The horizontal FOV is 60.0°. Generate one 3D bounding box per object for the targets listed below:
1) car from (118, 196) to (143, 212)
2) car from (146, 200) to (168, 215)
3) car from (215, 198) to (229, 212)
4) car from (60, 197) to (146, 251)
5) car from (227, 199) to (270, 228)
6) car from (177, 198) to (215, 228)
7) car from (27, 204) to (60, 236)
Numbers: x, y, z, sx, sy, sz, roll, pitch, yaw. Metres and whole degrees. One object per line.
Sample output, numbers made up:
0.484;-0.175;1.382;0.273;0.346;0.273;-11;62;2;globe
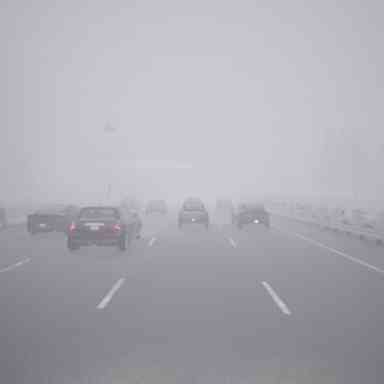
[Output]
-6.906;1.308;37.834;2.097;1.767;4.553;0;-1;0;car
-3.405;1.465;32.716;2.033;1.411;5.357;0;0;0;car
3.595;1.449;38.069;2.128;1.511;4.902;0;-1;0;car
-3.402;1.269;13.747;2.097;1.767;4.553;0;0;0;car
3.597;1.396;21.036;1.837;1.490;4.892;0;0;0;car
0.096;1.383;21.330;2.128;1.511;4.902;0;0;0;car
-6.902;1.378;17.823;1.882;1.535;5.008;0;0;0;car
